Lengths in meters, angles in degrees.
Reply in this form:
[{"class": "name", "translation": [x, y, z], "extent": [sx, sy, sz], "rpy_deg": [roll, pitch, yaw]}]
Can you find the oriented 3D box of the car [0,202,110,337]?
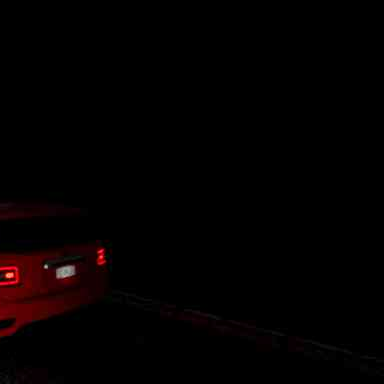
[{"class": "car", "translation": [-3.942, 1.197, 6.191], "extent": [5.566, 2.045, 2.150], "rpy_deg": [0, 0, 36]}]
